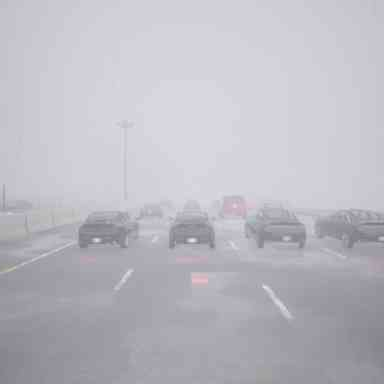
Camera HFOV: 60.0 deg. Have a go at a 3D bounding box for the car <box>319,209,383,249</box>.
[{"bbox_3d":[7.001,1.509,14.651,2.128,1.511,4.902,0,0,0],"label":"car"}]

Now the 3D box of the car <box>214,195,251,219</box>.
[{"bbox_3d":[3.502,1.288,29.681,2.150,2.045,5.566,0,0,0],"label":"car"}]

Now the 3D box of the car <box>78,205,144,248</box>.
[{"bbox_3d":[-3.499,1.528,14.651,1.837,1.490,4.892,0,0,0],"label":"car"}]

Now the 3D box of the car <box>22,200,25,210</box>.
[{"bbox_3d":[-20.999,1.619,39.851,2.033,1.411,5.357,0,0,0],"label":"car"}]

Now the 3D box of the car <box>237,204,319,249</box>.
[{"bbox_3d":[3.500,1.510,14.651,2.128,1.511,4.902,0,0,0],"label":"car"}]

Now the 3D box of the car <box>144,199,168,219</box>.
[{"bbox_3d":[-3.499,1.596,29.651,1.994,1.385,4.181,0,0,0],"label":"car"}]

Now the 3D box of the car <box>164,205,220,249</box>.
[{"bbox_3d":[0.001,1.531,14.651,1.837,1.490,4.892,0,0,0],"label":"car"}]

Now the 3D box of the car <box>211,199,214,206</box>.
[{"bbox_3d":[3.501,1.606,44.851,2.033,1.411,5.357,0,0,0],"label":"car"}]

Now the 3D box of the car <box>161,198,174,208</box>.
[{"bbox_3d":[-3.499,1.553,44.851,1.837,1.490,4.892,0,0,0],"label":"car"}]

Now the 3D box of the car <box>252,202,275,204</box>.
[{"bbox_3d":[7.001,1.648,29.681,1.895,1.301,4.718,0,0,0],"label":"car"}]

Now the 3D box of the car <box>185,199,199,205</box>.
[{"bbox_3d":[0.001,1.599,29.651,1.994,1.385,4.181,0,0,0],"label":"car"}]
